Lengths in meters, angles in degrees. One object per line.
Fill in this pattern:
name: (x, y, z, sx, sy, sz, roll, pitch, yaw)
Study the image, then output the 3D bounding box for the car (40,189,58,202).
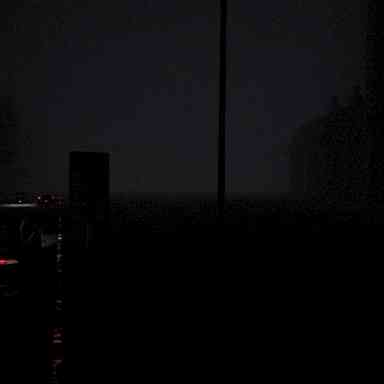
car: (-19.504, 0.419, 45.566, 2.128, 1.511, 4.902, 0, 1, -22)

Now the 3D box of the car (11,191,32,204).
car: (-19.917, 0.598, 39.125, 2.033, 1.411, 5.357, 0, 1, -22)

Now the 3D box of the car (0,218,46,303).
car: (-4.433, 1.329, 7.398, 2.128, 1.511, 4.902, 0, 1, -22)

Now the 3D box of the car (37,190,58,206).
car: (-15.667, 0.689, 35.986, 1.812, 1.442, 4.674, 0, 1, -21)
